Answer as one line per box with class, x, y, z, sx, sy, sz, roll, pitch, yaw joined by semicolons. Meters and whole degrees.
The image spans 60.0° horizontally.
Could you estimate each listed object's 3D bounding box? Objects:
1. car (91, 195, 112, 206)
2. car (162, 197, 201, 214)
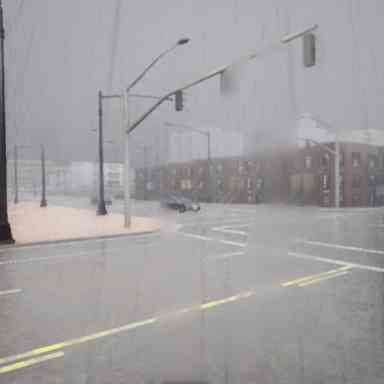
car;-13.414;1.211;49.131;1.882;1.535;5.008;-1;1;-35
car;-1.104;1.224;31.969;2.128;1.511;4.902;-1;1;-36
